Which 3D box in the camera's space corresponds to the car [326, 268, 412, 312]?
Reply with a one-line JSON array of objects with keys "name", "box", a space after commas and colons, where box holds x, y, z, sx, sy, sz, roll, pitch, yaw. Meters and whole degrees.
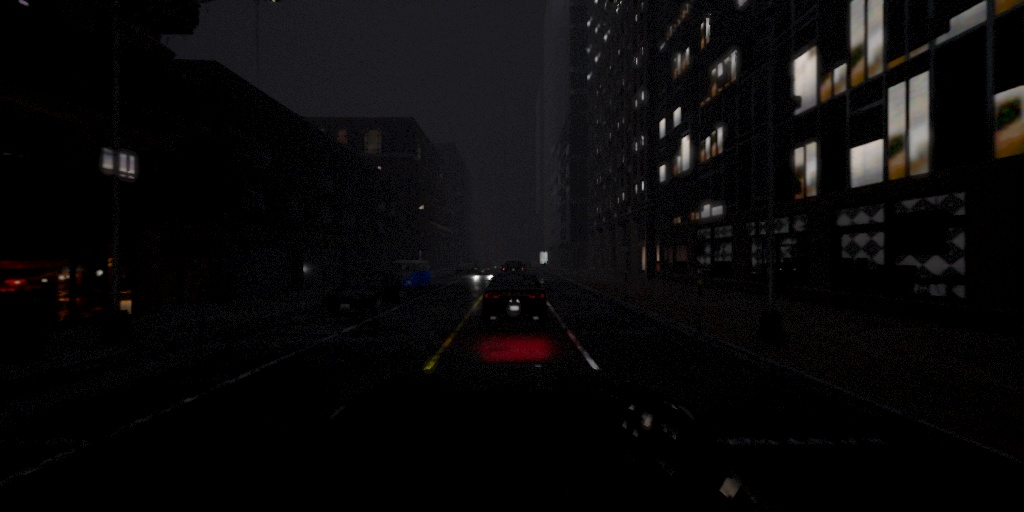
[{"name": "car", "box": [-5.686, 1.337, 14.401, 1.948, 1.339, 4.313, 0, 0, 0]}]

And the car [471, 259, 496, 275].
[{"name": "car", "box": [-3.077, 1.341, 39.515, 1.812, 1.442, 4.674, 0, 0, 0]}]

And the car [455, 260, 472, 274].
[{"name": "car", "box": [-5.672, 1.404, 42.644, 1.802, 1.307, 4.207, 0, 0, 0]}]

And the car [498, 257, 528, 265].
[{"name": "car", "box": [0.106, 1.152, 32.040, 2.097, 1.767, 4.553, 0, 0, 0]}]

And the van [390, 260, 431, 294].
[{"name": "van", "box": [-5.682, 1.121, 20.050, 1.690, 1.789, 3.998, 0, 0, 0]}]

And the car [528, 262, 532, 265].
[{"name": "car", "box": [2.720, 1.399, 65.404, 1.751, 1.417, 4.829, 0, 0, 0]}]

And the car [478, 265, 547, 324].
[{"name": "car", "box": [0.086, 1.245, 12.109, 1.882, 1.535, 5.008, 0, 0, 0]}]
